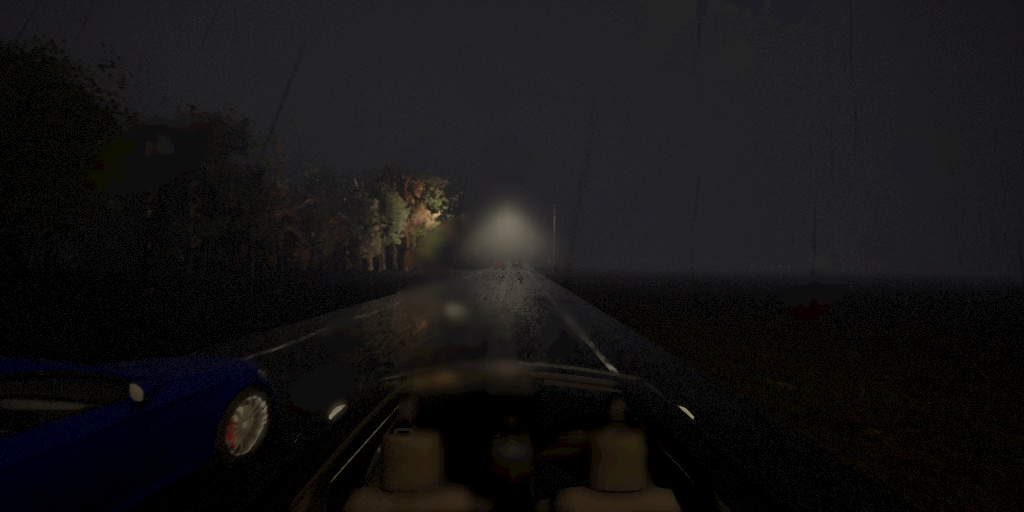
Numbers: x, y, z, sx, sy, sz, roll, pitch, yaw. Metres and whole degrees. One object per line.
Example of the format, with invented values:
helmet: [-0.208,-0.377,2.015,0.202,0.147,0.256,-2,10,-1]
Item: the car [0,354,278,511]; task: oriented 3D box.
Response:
car: [-3.498,1.266,1.981,1.812,1.442,4.674,0,-1,1]
